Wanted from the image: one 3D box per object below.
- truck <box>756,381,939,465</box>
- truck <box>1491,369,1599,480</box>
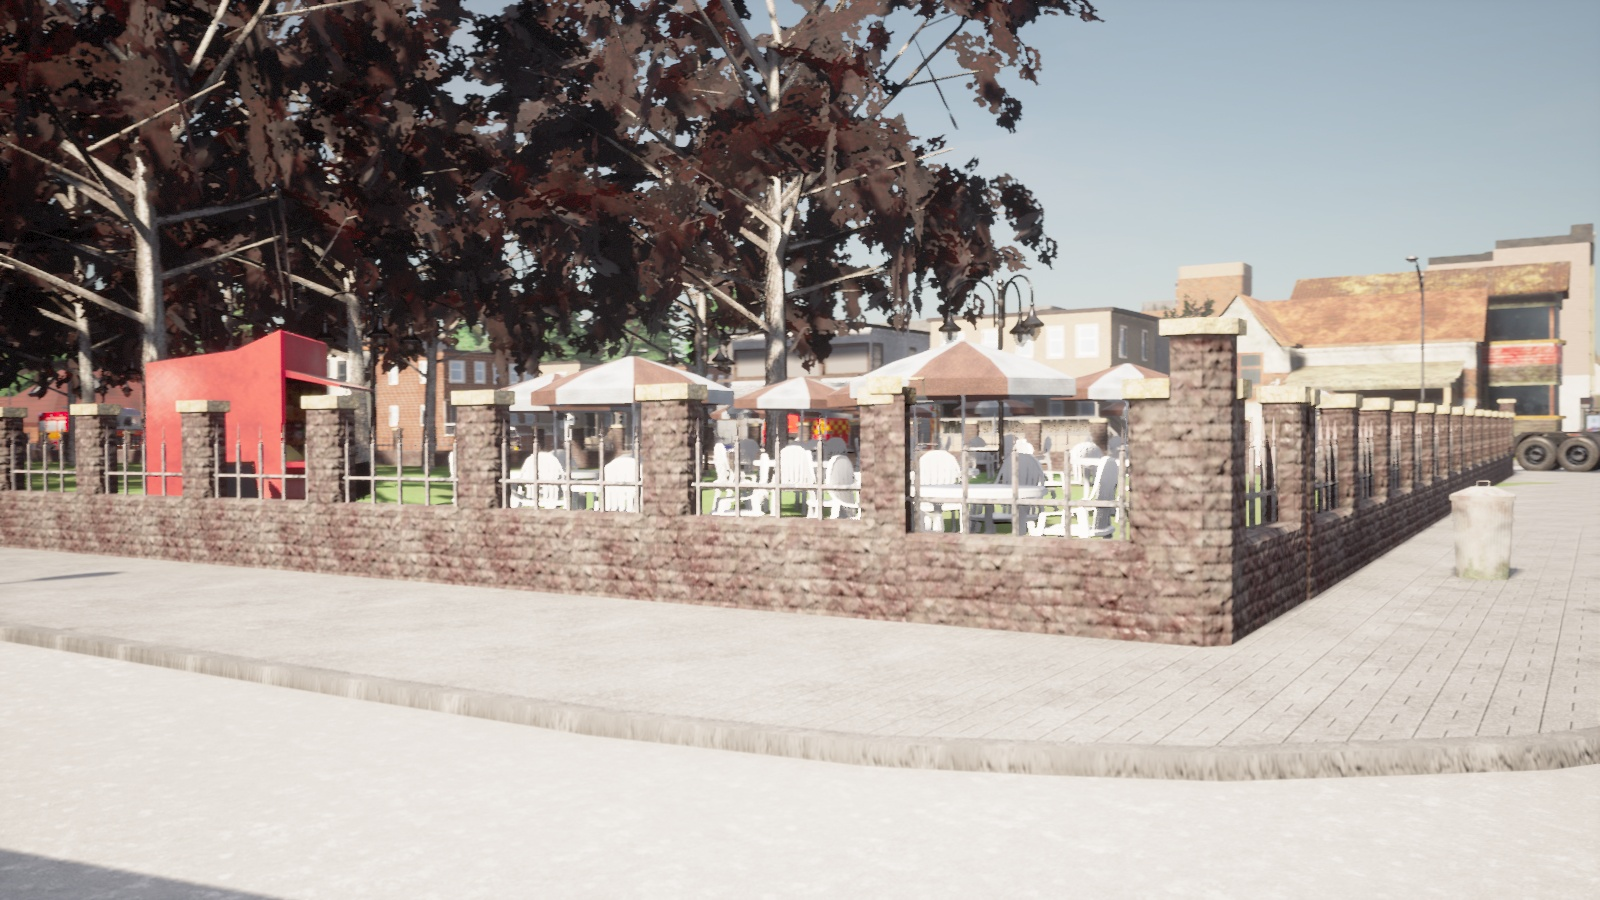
[{"bbox_3d":[2.218,-1.282,60.460,8.468,3.827,2.891,0,1,33],"label":"truck"},{"bbox_3d":[26.739,-0.815,39.876,7.936,3.462,2.891,1,1,41],"label":"truck"}]
